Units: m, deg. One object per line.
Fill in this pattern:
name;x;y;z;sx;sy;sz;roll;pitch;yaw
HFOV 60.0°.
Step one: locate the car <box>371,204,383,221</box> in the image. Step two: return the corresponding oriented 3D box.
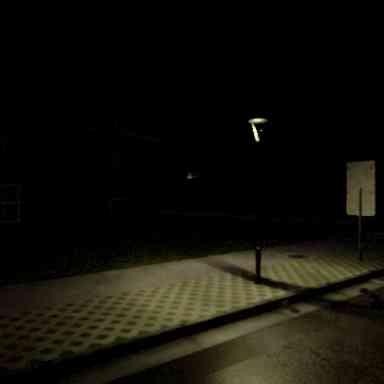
car;14.955;1.350;22.617;5.008;1.535;1.882;1;1;34
